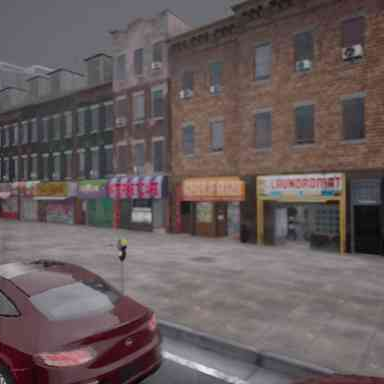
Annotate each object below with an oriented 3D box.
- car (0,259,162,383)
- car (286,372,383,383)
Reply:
[{"bbox_3d":[-2.277,1.588,4.445,4.206,1.307,1.802,0,-1,36],"label":"car"},{"bbox_3d":[2.203,1.580,1.248,4.206,1.307,1.802,0,-1,36],"label":"car"}]
